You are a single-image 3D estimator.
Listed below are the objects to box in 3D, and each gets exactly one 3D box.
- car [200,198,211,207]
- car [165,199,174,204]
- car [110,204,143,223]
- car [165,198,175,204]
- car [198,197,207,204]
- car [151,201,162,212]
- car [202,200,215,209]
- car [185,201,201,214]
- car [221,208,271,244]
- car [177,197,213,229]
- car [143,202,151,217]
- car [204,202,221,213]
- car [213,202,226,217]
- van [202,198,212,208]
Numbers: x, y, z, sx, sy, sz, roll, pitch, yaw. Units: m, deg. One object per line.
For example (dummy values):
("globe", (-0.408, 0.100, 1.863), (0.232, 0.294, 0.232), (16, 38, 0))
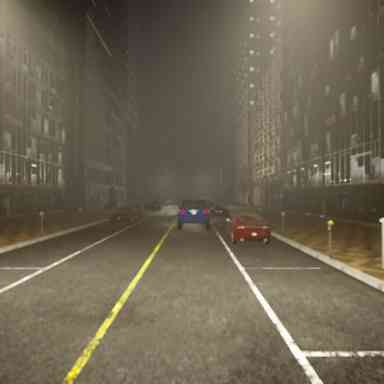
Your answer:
("car", (2.766, 2.104, 67.923), (1.967, 1.590, 4.097), (0, -1, 0))
("car", (-5.603, 2.288, 79.155), (1.752, 1.417, 4.829), (0, -1, 0))
("car", (-5.659, 1.834, 28.093), (1.887, 1.381, 4.507), (0, -1, 0))
("car", (-5.597, 2.364, 85.018), (2.008, 1.369, 4.403), (0, 0, 0))
("car", (2.792, 2.176, 90.691), (2.192, 1.841, 5.009), (0, 0, 0))
("car", (-5.640, 1.999, 45.171), (1.887, 1.381, 4.507), (0, -1, 0))
("car", (2.753, 2.126, 56.537), (1.947, 1.339, 4.313), (0, -1, 0))
("car", (0.145, 1.924, 41.715), (1.837, 1.490, 4.892), (0, -1, 0))
("car", (2.709, 1.721, 16.694), (1.887, 1.381, 4.507), (0, -1, 0))
("car", (0.124, 1.466, 23.752), (2.150, 2.045, 5.566), (0, -1, 0))
("car", (-5.653, 1.927, 33.786), (1.802, 1.307, 4.206), (0, -1, 0))
("car", (2.741, 2.020, 45.153), (1.947, 1.339, 4.313), (0, -1, 0))
("car", (2.728, 1.910, 33.769), (1.947, 1.339, 4.313), (0, -1, 0))
("van", (2.760, 1.953, 62.233), (1.690, 1.788, 3.998), (0, -1, 0))
